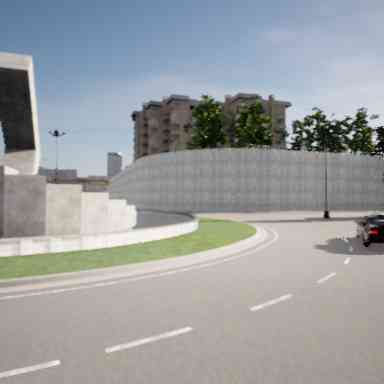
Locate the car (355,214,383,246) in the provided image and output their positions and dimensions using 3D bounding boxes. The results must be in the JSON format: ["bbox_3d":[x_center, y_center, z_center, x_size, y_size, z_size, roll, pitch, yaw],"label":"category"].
[{"bbox_3d":[9.252,1.815,16.364,2.033,1.411,5.357,0,-1,21],"label":"car"}]
